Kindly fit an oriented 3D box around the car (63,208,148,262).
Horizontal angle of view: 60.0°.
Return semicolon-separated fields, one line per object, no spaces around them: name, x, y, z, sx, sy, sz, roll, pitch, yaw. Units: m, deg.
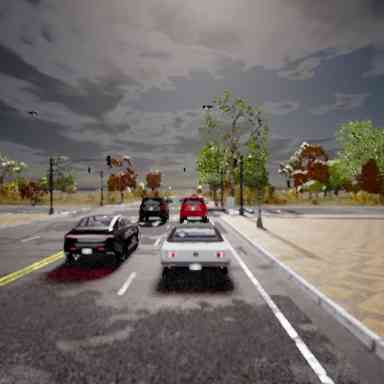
car;-3.153;1.578;12.426;2.128;1.511;4.902;0;0;0

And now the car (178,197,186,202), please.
car;-2.688;2.149;90.961;1.895;1.301;4.718;0;0;1

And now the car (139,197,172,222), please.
car;-3.149;1.412;28.283;2.150;2.045;5.566;0;0;0

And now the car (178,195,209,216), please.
car;0.248;1.410;28.219;2.150;2.045;5.566;0;-1;4

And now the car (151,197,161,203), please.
car;-9.264;2.012;86.539;1.882;1.535;5.008;0;0;1

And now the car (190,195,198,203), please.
car;0.554;1.778;90.525;2.150;2.045;5.566;0;0;1

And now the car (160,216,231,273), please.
car;0.097;1.676;10.861;1.895;1.301;4.718;0;0;0
